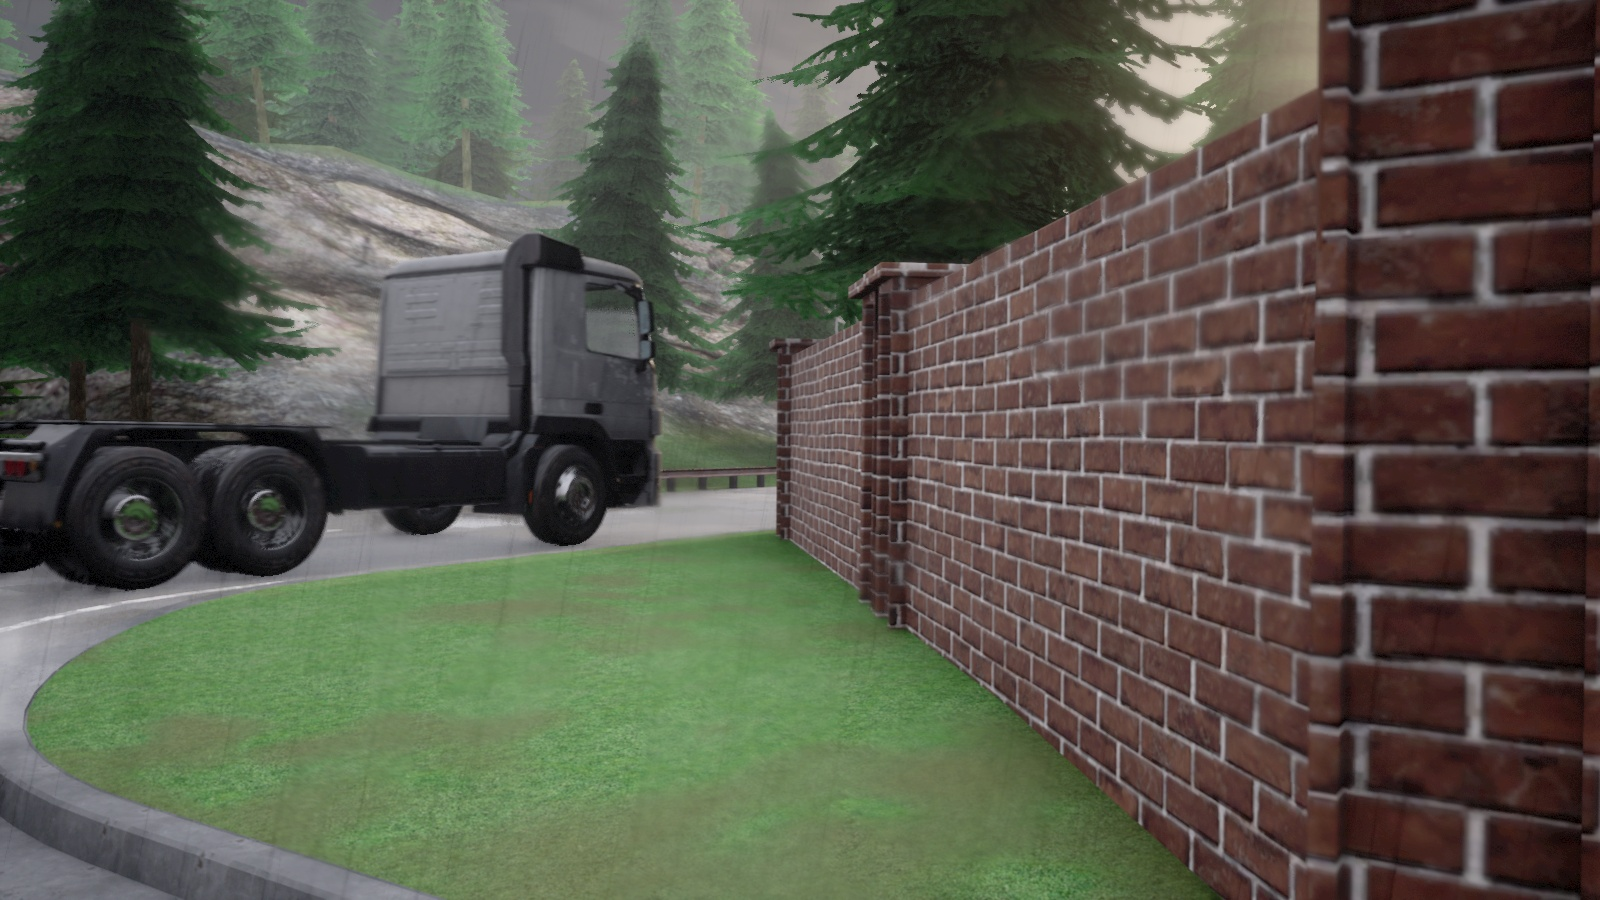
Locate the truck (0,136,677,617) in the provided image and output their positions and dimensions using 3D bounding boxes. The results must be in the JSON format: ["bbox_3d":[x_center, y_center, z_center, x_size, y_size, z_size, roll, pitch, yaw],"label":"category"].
[{"bbox_3d":[-4.895,-0.568,13.047,2.891,3.462,7.936,0,1,33],"label":"truck"}]
